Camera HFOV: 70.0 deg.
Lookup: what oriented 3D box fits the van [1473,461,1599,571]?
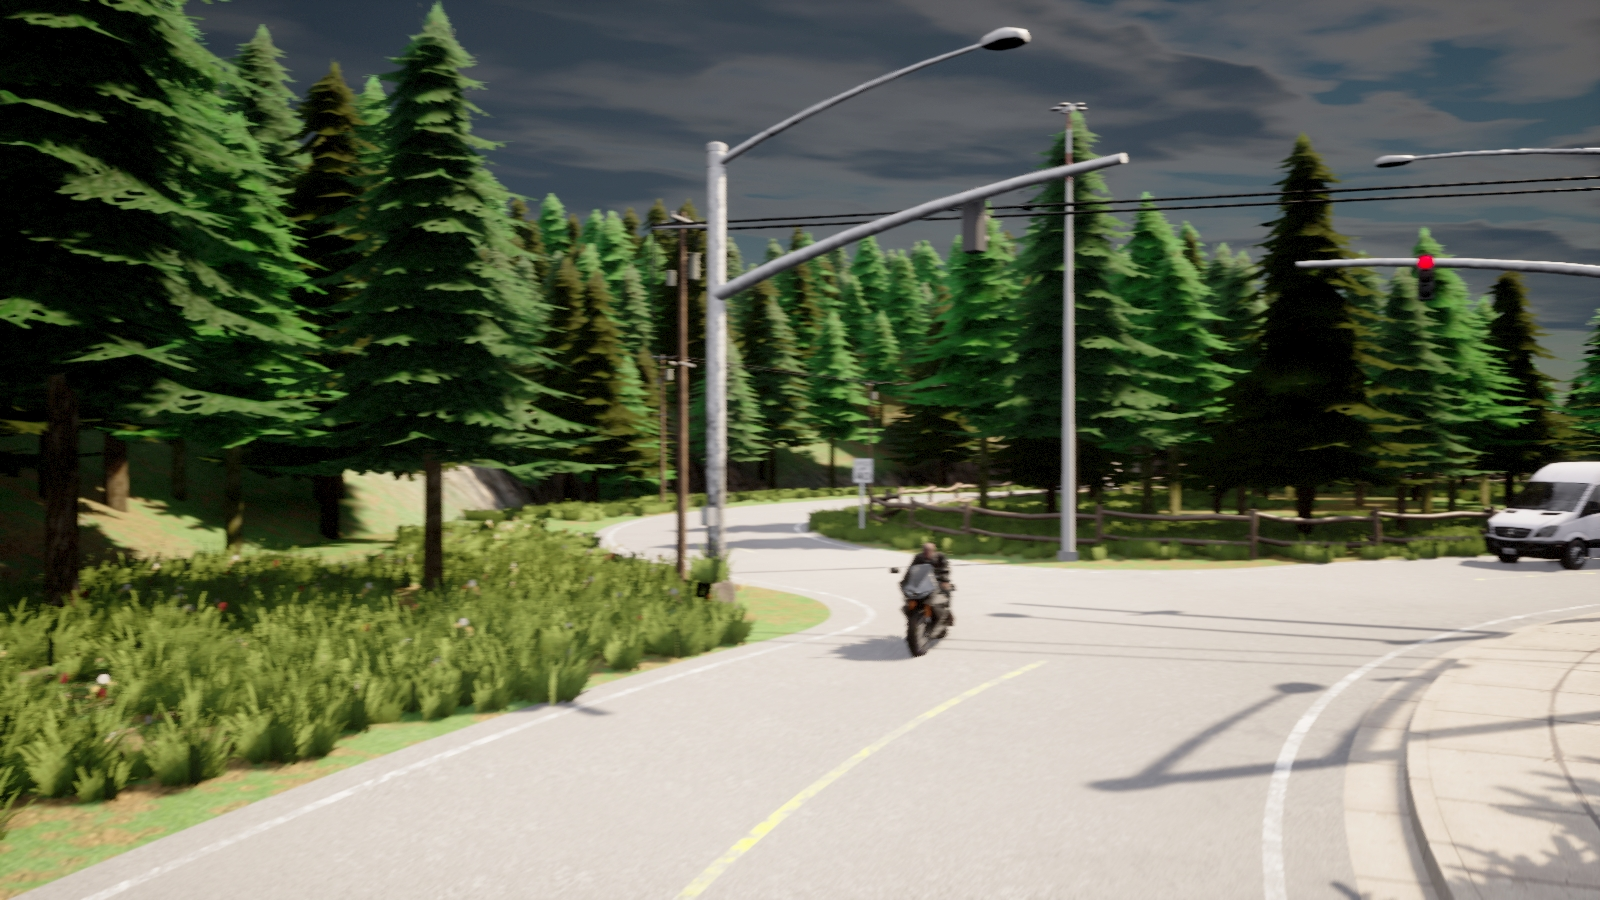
[{"bbox_3d":[20.004,1.555,28.651,5.915,2.561,1.988,0,0,-18],"label":"van"}]

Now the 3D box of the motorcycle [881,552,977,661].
[{"bbox_3d":[1.878,2.177,16.262,0.867,1.251,2.209,-2,-1,19],"label":"motorcycle"}]
